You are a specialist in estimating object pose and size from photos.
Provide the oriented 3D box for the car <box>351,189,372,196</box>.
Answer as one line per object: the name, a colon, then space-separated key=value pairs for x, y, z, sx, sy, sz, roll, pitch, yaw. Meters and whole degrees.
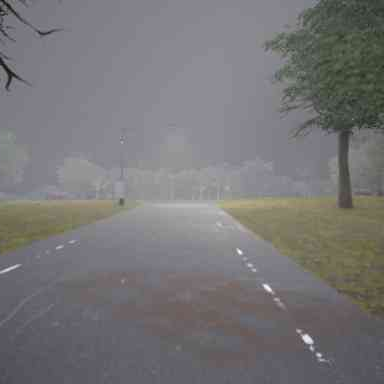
car: x=32.731 y=0.204 z=65.304 sx=4.674 sy=1.442 sz=1.812 roll=-1 pitch=-2 yaw=-1

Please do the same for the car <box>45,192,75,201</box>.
car: x=-22.881 y=0.785 z=57.813 sx=4.902 sy=1.511 sz=2.128 roll=-1 pitch=-2 yaw=1
